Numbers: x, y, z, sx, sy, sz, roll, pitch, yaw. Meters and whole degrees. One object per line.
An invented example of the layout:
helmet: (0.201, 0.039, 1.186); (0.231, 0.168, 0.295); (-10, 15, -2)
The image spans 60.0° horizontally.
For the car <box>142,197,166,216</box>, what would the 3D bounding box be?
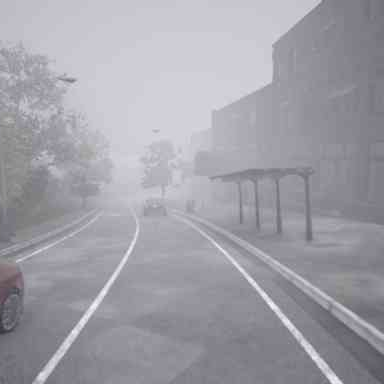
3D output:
car: (-3.774, 1.322, 32.559); (2.097, 1.767, 4.553); (-1, 0, -11)

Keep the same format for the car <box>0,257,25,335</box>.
car: (-3.731, 1.538, 4.007); (1.812, 1.442, 4.674); (0, 0, -2)
